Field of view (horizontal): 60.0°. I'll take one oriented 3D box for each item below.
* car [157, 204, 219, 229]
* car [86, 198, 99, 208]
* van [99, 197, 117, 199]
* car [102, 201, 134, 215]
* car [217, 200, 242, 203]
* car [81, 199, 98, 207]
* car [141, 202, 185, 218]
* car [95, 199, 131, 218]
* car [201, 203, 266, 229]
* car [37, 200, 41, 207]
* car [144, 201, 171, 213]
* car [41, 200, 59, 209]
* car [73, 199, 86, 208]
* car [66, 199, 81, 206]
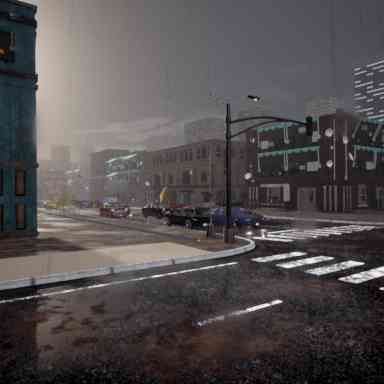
[{"bbox_3d":[-0.394,1.814,23.784,1.947,1.339,4.313,-2,0,-35],"label":"car"},{"bbox_3d":[-17.523,1.939,62.589,2.192,1.841,5.009,-1,0,-35],"label":"car"},{"bbox_3d":[-14.318,1.906,58.076,1.690,1.788,3.998,-1,0,-35],"label":"van"},{"bbox_3d":[-9.206,1.929,40.909,2.128,1.511,4.902,-1,0,-35],"label":"car"},{"bbox_3d":[2.880,1.570,29.300,2.097,1.767,4.553,-1,0,-35],"label":"car"},{"bbox_3d":[-20.722,2.227,67.103,1.887,1.381,4.507,-1,0,-35],"label":"car"},{"bbox_3d":[-3.206,1.812,32.443,2.128,1.511,4.902,-1,0,-35],"label":"car"},{"bbox_3d":[-8.331,1.846,35.169,1.967,1.590,4.097,-1,0,-35],"label":"car"},{"bbox_3d":[2.774,1.749,23.980,2.033,1.411,5.357,-1,0,-34],"label":"car"},{"bbox_3d":[-30.758,2.375,66.764,2.008,1.369,4.403,-1,0,-35],"label":"car"},{"bbox_3d":[-4.699,1.965,44.536,1.802,1.307,4.206,-2,0,-35],"label":"car"},{"bbox_3d":[-24.251,2.232,57.598,1.752,1.417,4.829,-1,0,-35],"label":"car"},{"bbox_3d":[-20.460,2.191,62.274,1.812,1.442,4.674,-1,0,-35],"label":"car"},{"bbox_3d":[-27.130,2.363,76.130,1.947,1.339,4.313,-1,0,-35],"label":"car"}]
